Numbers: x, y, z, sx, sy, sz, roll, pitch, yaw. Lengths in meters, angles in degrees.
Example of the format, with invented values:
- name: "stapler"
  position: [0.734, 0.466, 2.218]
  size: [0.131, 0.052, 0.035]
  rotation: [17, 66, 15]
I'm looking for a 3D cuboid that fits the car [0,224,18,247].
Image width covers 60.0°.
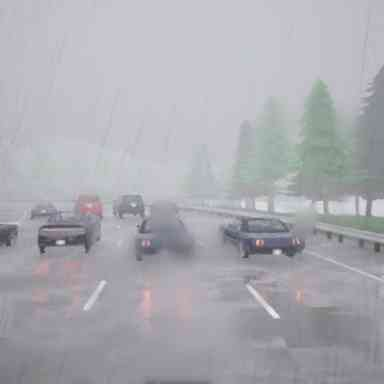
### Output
- name: "car"
  position: [-8.167, 1.625, 12.301]
  size: [1.895, 1.301, 4.718]
  rotation: [0, 0, -9]

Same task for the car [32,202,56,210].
- name: "car"
  position: [-13.178, 1.604, 29.633]
  size: [1.994, 1.385, 4.181]
  rotation: [0, 0, -23]

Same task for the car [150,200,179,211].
- name: "car"
  position: [-2.727, 1.505, 31.716]
  size: [2.128, 1.511, 4.902]
  rotation: [0, 0, -21]

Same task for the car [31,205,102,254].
- name: "car"
  position: [-4.901, 1.507, 13.756]
  size: [2.128, 1.511, 4.902]
  rotation: [0, 0, -10]

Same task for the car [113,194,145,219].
- name: "car"
  position: [-5.742, 1.241, 29.976]
  size: [2.150, 2.045, 5.566]
  rotation: [0, 0, -20]

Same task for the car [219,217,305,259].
- name: "car"
  position: [2.368, 1.597, 12.647]
  size: [1.895, 1.301, 4.718]
  rotation: [0, 0, -8]

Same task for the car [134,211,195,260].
- name: "car"
  position: [-1.143, 1.606, 12.524]
  size: [1.895, 1.301, 4.718]
  rotation: [0, 0, -8]

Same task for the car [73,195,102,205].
- name: "car"
  position: [-9.178, 1.250, 29.209]
  size: [2.150, 2.045, 5.566]
  rotation: [0, 0, -21]
